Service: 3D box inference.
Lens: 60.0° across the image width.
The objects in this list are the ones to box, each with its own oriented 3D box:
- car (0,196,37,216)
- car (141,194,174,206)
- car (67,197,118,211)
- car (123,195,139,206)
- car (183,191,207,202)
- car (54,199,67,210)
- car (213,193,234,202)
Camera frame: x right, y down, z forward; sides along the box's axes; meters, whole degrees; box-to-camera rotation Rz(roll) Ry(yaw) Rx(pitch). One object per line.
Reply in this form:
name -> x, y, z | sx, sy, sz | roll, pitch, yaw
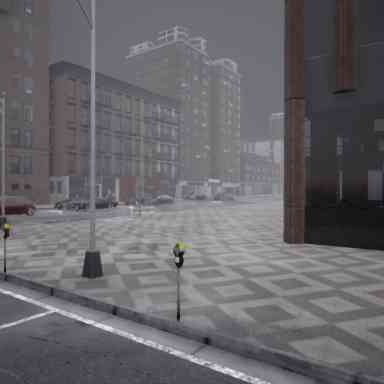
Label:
car -> -15.265, 1.124, 27.106 | 2.097, 1.767, 4.553 | 0, 1, 36
car -> -4.175, 1.033, 42.524 | 1.812, 1.442, 4.674 | 0, 1, 36
car -> -10.019, 1.246, 34.403 | 1.895, 1.301, 4.718 | 0, 1, 36
car -> -6.929, 0.997, 44.259 | 1.837, 1.490, 4.892 | 0, 1, 36
car -> 0.559, 0.673, 54.591 | 2.097, 1.767, 4.553 | 0, 1, 36
car -> -12.742, 1.194, 36.215 | 1.994, 1.385, 4.181 | 0, 1, 34
car -> 5.235, 0.857, 55.472 | 1.994, 1.385, 4.181 | 0, 1, 36
